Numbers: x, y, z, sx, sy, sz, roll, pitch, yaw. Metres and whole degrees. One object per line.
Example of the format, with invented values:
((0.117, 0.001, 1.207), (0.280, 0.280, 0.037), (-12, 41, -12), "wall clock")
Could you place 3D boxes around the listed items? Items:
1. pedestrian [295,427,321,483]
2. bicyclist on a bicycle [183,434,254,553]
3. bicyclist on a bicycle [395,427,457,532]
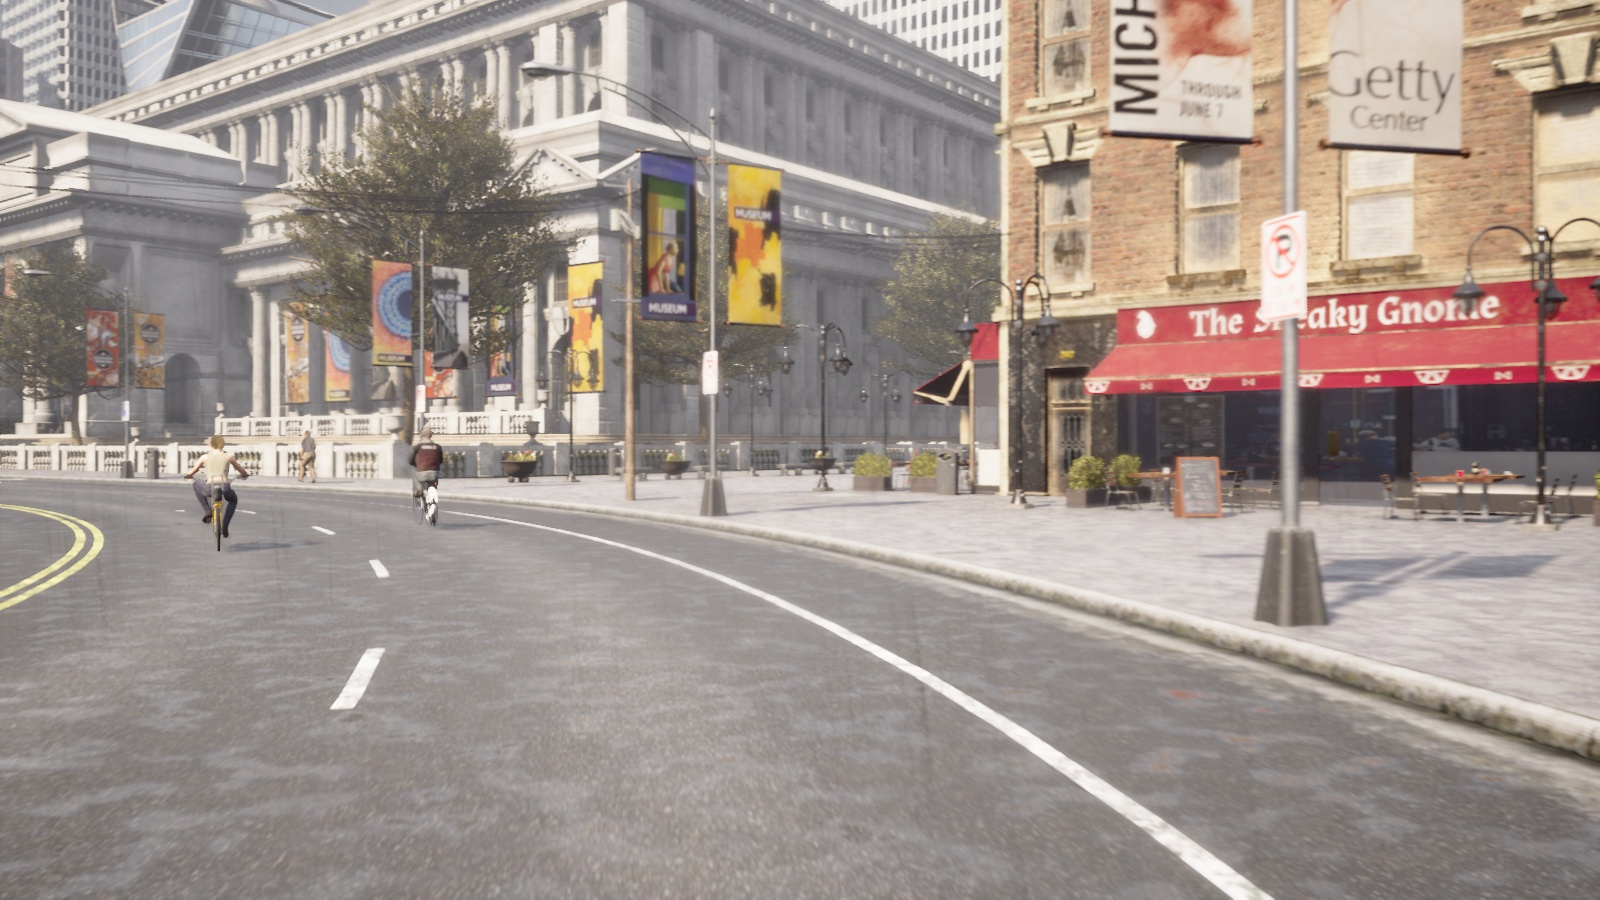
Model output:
((-16.481, 0.167, 42.056), (0.694, 1.848, 0.540), (0, 0, 41), "pedestrian")
((-8.293, 0.583, 17.897), (0.866, 1.612, 1.509), (-1, 1, -26), "bicyclist on a bicycle")
((-6.654, 0.492, 22.284), (0.659, 1.776, 1.843), (0, 1, -29), "bicyclist on a bicycle")
